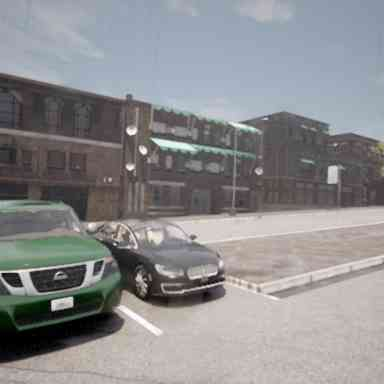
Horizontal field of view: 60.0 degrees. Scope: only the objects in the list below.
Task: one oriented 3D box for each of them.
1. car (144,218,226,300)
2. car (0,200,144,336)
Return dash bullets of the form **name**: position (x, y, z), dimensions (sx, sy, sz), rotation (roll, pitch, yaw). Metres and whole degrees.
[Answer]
- **car**: position (-1.164, 1.456, 8.571), dimensions (2.231, 1.521, 4.892), rotation (0, 0, -36)
- **car**: position (-3.425, 1.220, 6.914), dimensions (2.435, 2.045, 5.566), rotation (-1, 0, -36)
